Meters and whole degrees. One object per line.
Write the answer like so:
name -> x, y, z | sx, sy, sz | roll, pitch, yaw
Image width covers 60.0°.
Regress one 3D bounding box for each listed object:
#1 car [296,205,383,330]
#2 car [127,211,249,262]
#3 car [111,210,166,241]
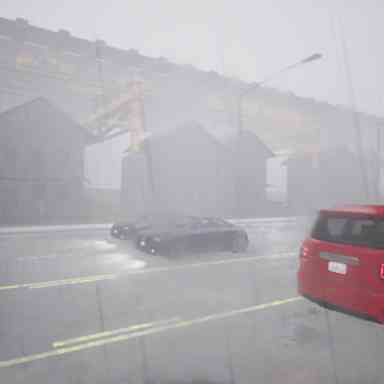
car -> 4.516, 1.288, 6.475 | 5.566, 2.045, 2.150 | 1, 0, -31
car -> 0.065, 1.562, 12.159 | 4.181, 1.385, 1.994 | 1, 0, -32
car -> -1.547, 1.537, 15.277 | 4.181, 1.385, 1.994 | 1, 0, -32
